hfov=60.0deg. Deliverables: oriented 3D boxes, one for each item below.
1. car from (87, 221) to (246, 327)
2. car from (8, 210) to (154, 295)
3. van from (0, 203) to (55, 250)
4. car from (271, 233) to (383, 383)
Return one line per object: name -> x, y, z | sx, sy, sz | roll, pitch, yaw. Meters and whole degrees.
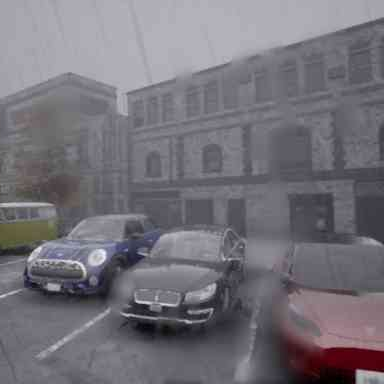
car -> 0.100, 1.526, 7.384 | 2.231, 1.521, 4.892 | 0, -1, 15
car -> -2.281, 1.429, 9.111 | 2.185, 1.767, 4.553 | 0, -1, 15
van -> -7.099, 1.387, 12.373 | 1.878, 1.987, 4.442 | 0, -1, 15
car -> 2.481, 1.526, 5.647 | 2.163, 1.488, 4.792 | 0, -1, 15
